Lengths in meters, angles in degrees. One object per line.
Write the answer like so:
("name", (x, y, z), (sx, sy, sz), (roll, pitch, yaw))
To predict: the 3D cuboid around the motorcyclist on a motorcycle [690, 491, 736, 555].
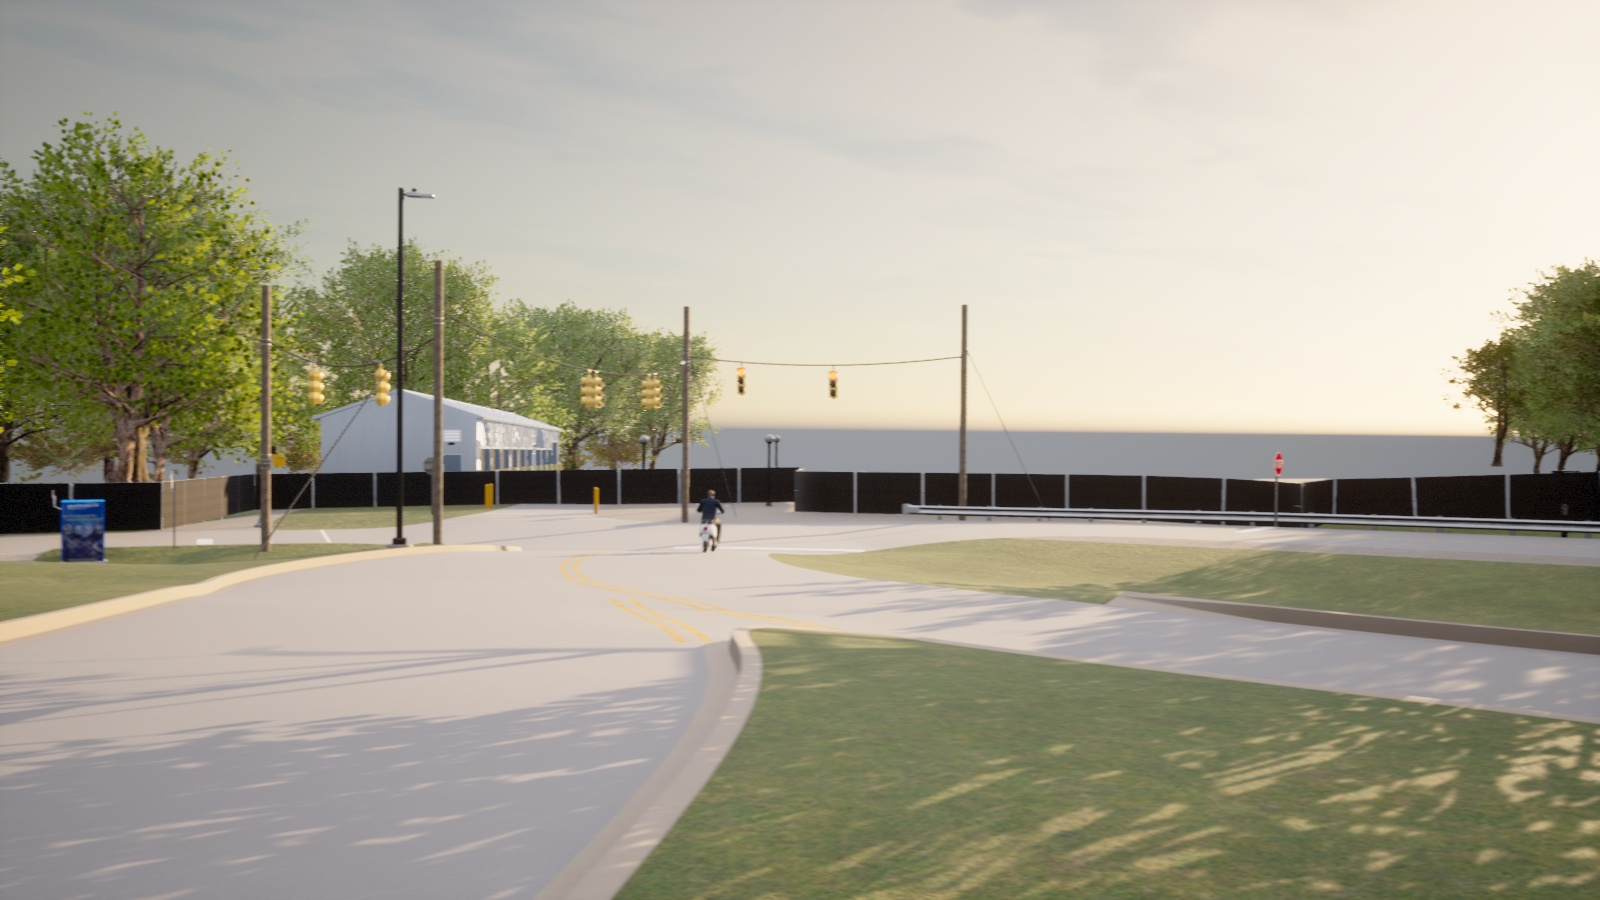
("motorcyclist on a motorcycle", (-2.195, 1.863, 31.956), (0.866, 1.590, 1.817), (0, -4, 5))
